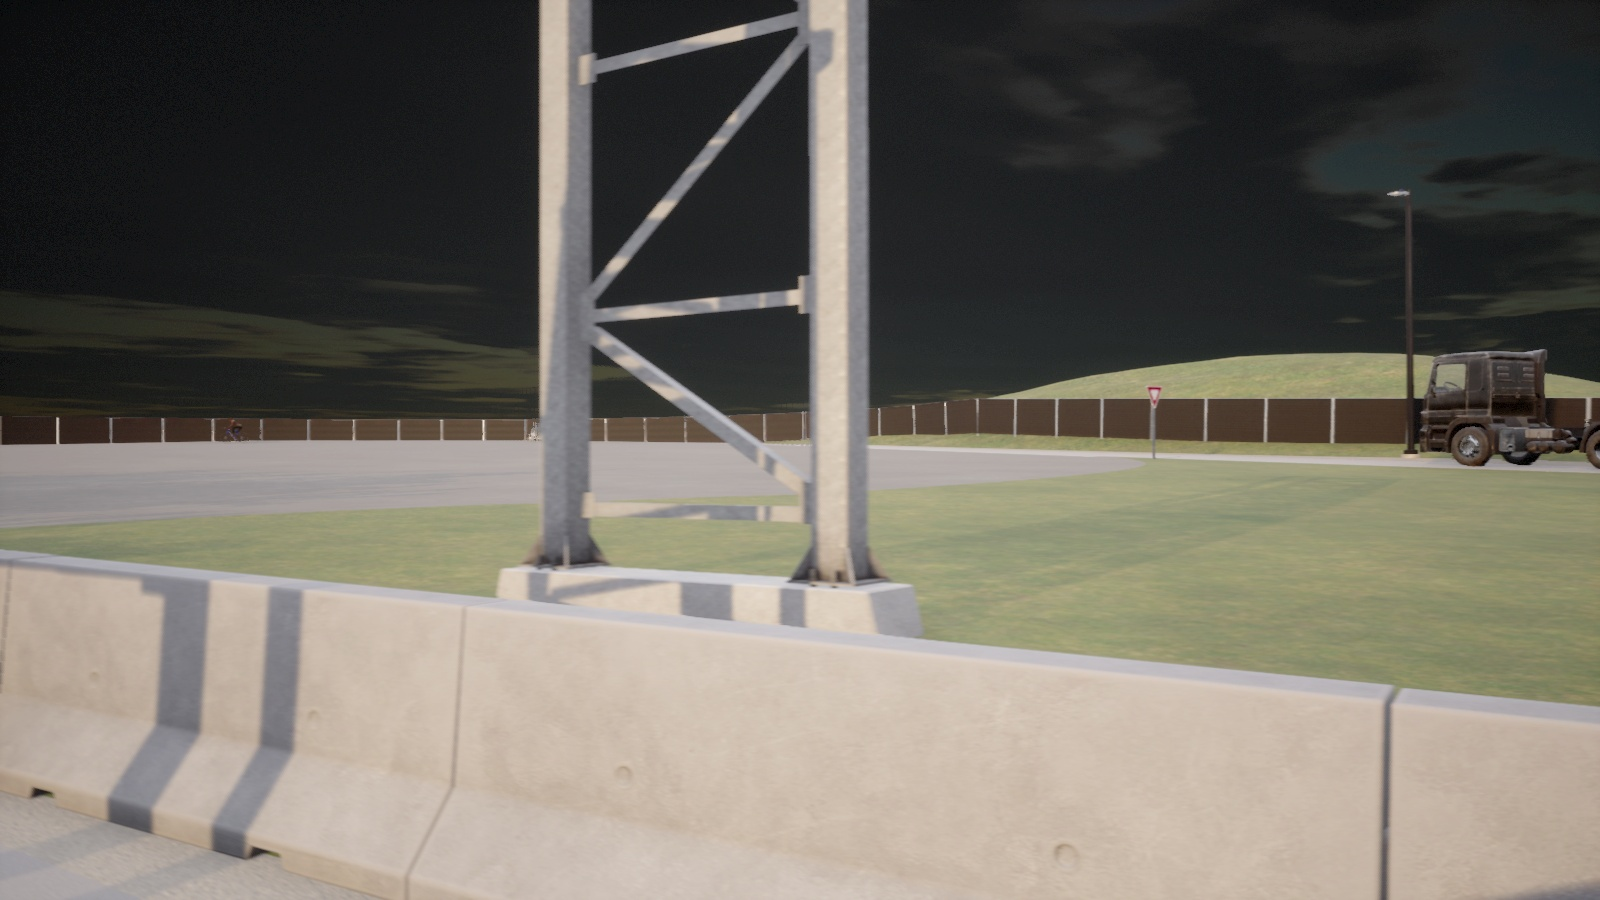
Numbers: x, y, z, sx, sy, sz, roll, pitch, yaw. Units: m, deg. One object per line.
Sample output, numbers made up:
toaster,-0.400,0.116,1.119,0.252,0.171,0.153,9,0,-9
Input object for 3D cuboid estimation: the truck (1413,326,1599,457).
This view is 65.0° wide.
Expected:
truck,21.708,-1.591,35.123,2.891,3.462,7.936,-2,1,-29
